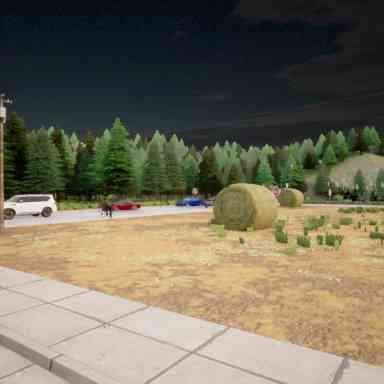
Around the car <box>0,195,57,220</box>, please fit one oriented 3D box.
[{"bbox_3d":[-14.710,1.249,29.152,2.150,2.045,5.566,0,0,36],"label":"car"}]

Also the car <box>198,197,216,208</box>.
[{"bbox_3d":[3.557,1.518,47.757,2.128,1.511,4.902,0,0,37],"label":"car"}]

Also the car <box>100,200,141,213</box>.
[{"bbox_3d":[-8.129,1.628,38.053,1.895,1.301,4.718,0,0,37],"label":"car"}]

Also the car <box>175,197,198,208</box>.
[{"bbox_3d":[-0.372,1.504,48.500,1.882,1.535,5.008,0,0,37],"label":"car"}]

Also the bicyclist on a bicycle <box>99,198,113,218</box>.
[{"bbox_3d":[-6.988,1.327,27.009,1.656,1.620,0.582,0,0,36],"label":"bicyclist on a bicycle"}]
